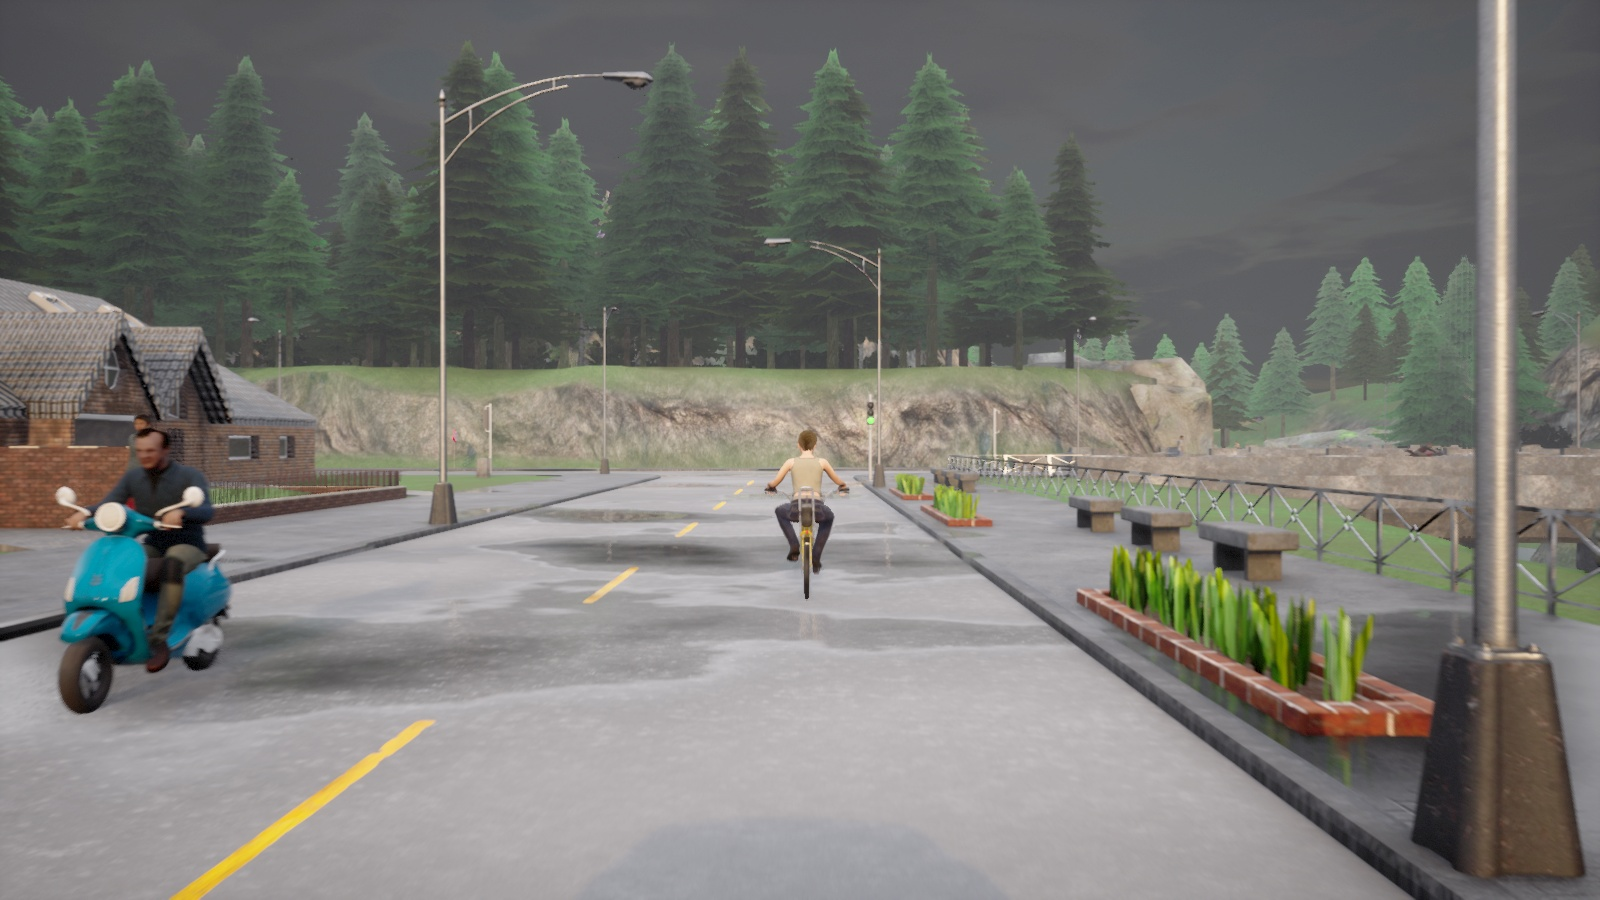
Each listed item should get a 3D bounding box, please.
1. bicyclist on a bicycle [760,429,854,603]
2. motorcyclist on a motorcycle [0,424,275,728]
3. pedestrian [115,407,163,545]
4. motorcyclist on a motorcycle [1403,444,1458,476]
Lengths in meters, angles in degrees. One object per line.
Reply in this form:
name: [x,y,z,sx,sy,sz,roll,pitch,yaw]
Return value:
bicyclist on a bicycle: [0.070,0.611,12.386,0.866,1.612,1.509,0,0,1]
motorcyclist on a motorcycle: [-3.948,0.653,7.485,0.866,1.590,1.817,0,0,0]
pedestrian: [-9.005,0.350,17.119,0.353,1.847,0.614,0,0,-3]
motorcyclist on a motorcycle: [30.261,0.456,60.318,2.191,1.530,0.866,0,0,0]
